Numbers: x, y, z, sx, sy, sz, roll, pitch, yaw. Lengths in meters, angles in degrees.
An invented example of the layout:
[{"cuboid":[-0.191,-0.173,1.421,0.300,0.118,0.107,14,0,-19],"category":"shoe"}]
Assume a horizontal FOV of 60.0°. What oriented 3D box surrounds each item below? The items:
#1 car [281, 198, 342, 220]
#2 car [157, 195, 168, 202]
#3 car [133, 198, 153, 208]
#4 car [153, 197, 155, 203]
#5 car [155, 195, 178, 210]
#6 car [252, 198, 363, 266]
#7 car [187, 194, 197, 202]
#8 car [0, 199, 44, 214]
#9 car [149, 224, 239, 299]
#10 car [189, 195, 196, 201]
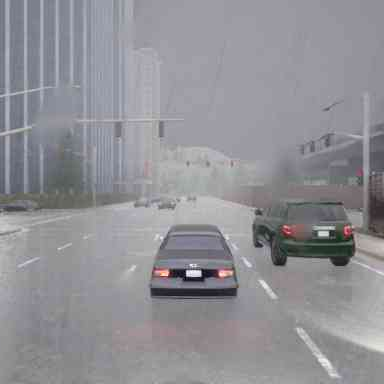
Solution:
[{"cuboid":[10.163,1.400,28.668,4.553,1.767,2.097,0,0,6],"category":"car"},{"cuboid":[-6.979,1.520,77.839,2.128,1.511,4.902,0,0,0],"category":"car"},{"cuboid":[-7.083,1.526,47.521,1.812,1.442,4.674,0,0,0],"category":"car"},{"cuboid":[-6.997,1.601,67.039,1.895,1.301,4.718,0,0,1],"category":"car"},{"cuboid":[-3.277,1.361,42.538,2.097,1.767,4.553,0,0,-5],"category":"car"},{"cuboid":[3.574,1.221,11.663,2.150,2.045,5.566,0,0,1],"category":"car"},{"cuboid":[0.021,1.355,78.648,2.097,1.767,4.553,0,0,0],"category":"car"},{"cuboid":[-18.584,1.547,35.910,4.902,1.511,2.128,0,0,-3],"category":"car"},{"cuboid":[0.057,1.547,8.630,2.033,1.411,5.357,0,0,1],"category":"car"},{"cuboid":[0.024,1.500,88.893,1.837,1.490,4.892,0,0,0],"category":"car"}]
